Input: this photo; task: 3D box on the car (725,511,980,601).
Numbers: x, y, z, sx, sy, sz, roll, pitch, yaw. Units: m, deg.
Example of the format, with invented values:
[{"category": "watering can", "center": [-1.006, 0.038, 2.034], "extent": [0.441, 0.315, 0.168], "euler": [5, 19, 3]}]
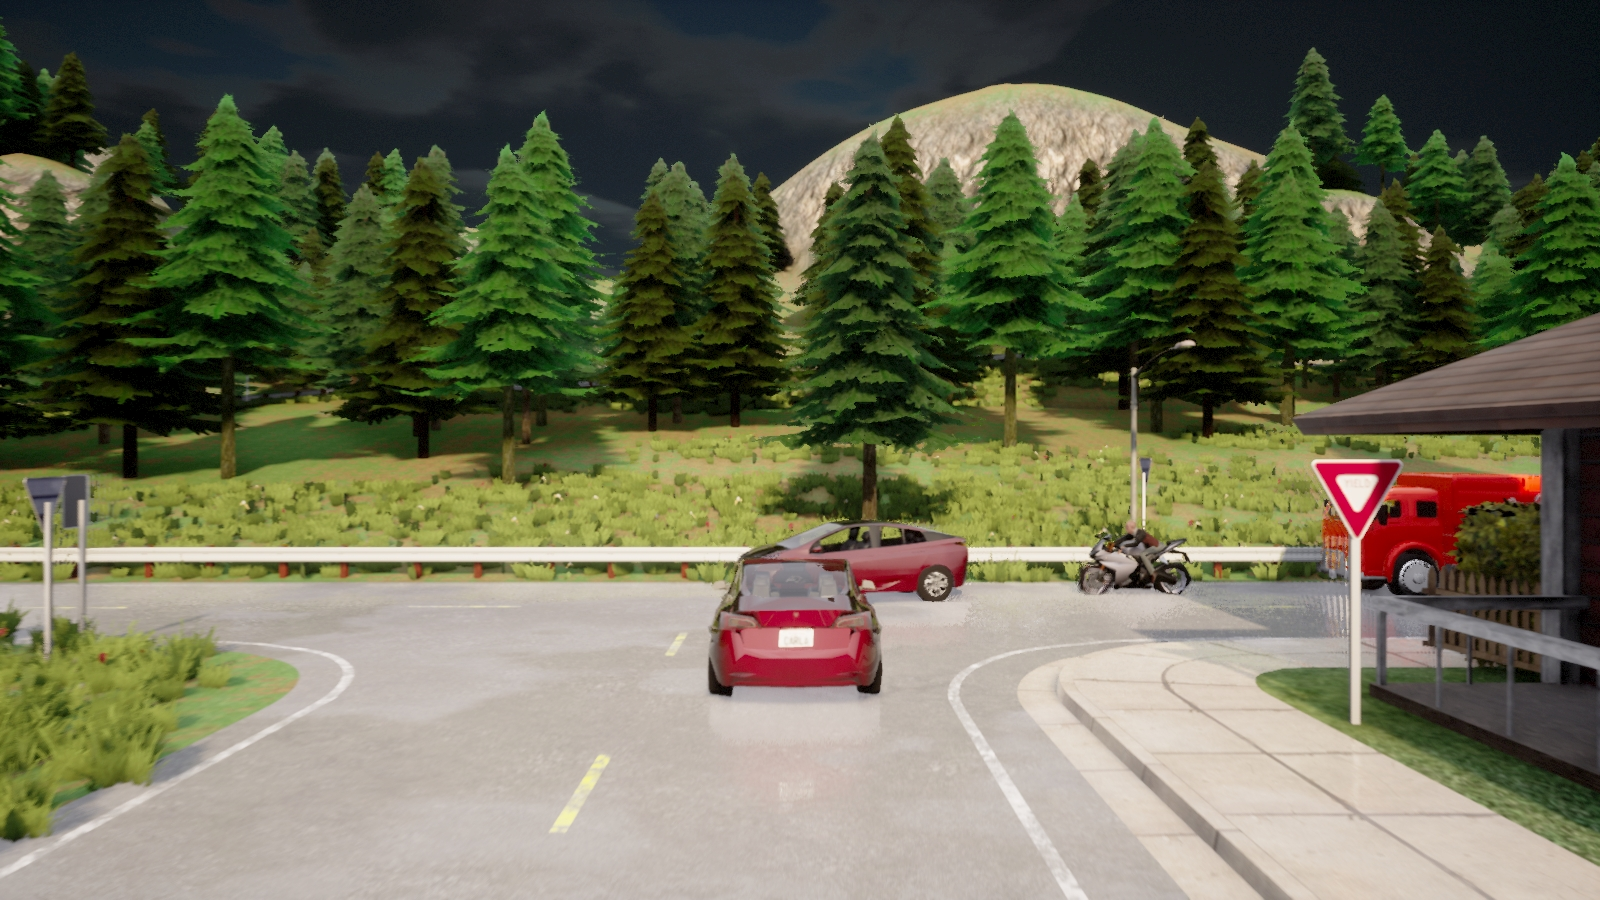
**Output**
[{"category": "car", "center": [0.986, 1.987, 22.098], "extent": [4.514, 1.525, 2.007], "euler": [1, -1, -16]}]

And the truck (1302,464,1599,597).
[{"category": "truck", "center": [13.335, 1.555, 23.061], "extent": [5.204, 2.467, 2.627], "euler": [1, 0, 0]}]

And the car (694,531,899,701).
[{"category": "car", "center": [-0.070, 1.922, 14.448], "extent": [2.163, 1.488, 4.792], "euler": [0, 0, -1]}]

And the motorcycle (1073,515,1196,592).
[{"category": "motorcycle", "center": [6.720, 2.080, 23.032], "extent": [2.209, 1.460, 0.867], "euler": [0, 0, 0]}]
